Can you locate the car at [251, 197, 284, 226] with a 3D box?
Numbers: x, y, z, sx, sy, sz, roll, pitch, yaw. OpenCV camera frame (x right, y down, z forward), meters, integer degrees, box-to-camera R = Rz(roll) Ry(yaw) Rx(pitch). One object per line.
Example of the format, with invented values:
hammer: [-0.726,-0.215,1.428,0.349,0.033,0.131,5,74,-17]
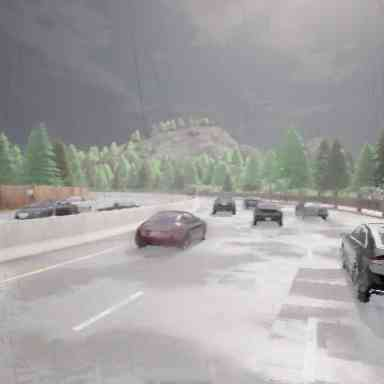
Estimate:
car: [5.221,1.389,22.815,1.837,1.490,4.892,1,1,12]

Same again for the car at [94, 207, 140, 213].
car: [-5.287,1.387,24.332,1.895,1.301,4.718,1,0,12]

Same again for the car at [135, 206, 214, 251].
car: [-0.689,1.459,13.875,1.994,1.385,4.181,1,0,18]

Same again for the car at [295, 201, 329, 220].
car: [9.604,1.438,26.965,2.033,1.411,5.357,1,0,9]

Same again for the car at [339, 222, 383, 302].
car: [4.699,1.473,7.861,2.128,1.511,4.902,1,0,19]

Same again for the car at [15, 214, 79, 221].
car: [-9.450,1.258,22.055,2.128,1.511,4.902,1,0,14]

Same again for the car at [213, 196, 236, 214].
car: [3.211,1.154,32.226,2.097,1.767,4.553,1,0,7]

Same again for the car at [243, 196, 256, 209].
car: [7.385,1.268,40.937,2.128,1.511,4.902,1,0,2]
